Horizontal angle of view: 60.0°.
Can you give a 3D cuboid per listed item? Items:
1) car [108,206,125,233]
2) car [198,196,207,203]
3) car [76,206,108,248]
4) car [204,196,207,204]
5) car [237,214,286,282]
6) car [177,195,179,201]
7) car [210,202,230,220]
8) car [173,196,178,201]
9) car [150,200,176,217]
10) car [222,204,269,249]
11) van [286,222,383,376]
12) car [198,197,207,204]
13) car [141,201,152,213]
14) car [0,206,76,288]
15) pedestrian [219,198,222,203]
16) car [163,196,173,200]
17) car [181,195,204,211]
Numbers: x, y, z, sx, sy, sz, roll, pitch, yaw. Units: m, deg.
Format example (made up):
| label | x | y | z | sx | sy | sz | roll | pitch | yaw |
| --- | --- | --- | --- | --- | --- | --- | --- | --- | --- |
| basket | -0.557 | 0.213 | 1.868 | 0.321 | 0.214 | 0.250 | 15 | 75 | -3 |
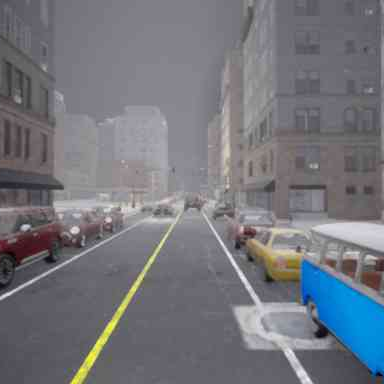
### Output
| label | x | y | z | sx | sy | sz | roll | pitch | yaw |
| --- | --- | --- | --- | --- | --- | --- | --- | --- | --- |
| car | -5.400 | 1.580 | 20.386 | 1.967 | 1.590 | 4.097 | 0 | 0 | 0 |
| car | 2.584 | 1.913 | 85.859 | 2.192 | 1.841 | 5.009 | 0 | 0 | 0 |
| car | -5.396 | 1.543 | 14.977 | 1.967 | 1.590 | 4.097 | 0 | 0 | 0 |
| car | 0.345 | 1.921 | 59.804 | 1.837 | 1.490 | 4.892 | 0 | 0 | -28 |
| car | 2.632 | 1.593 | 9.742 | 1.752 | 1.417 | 4.829 | 0 | 0 | 0 |
| car | -5.444 | 1.952 | 91.517 | 2.192 | 1.841 | 5.009 | 0 | 0 | 0 |
| car | 2.731 | 1.713 | 29.904 | 1.837 | 1.490 | 4.892 | 0 | 0 | 0 |
| car | -5.441 | 2.148 | 85.853 | 2.008 | 1.369 | 4.403 | 0 | 0 | 0 |
| car | -2.856 | 1.837 | 34.321 | 1.895 | 1.301 | 4.718 | 0 | 0 | 0 |
| car | 2.629 | 1.544 | 14.982 | 1.967 | 1.590 | 4.097 | 0 | 0 | 0 |
| van | 2.635 | 1.371 | 4.164 | 1.690 | 1.788 | 3.998 | 0 | 0 | 0 |
| car | 2.588 | 1.998 | 80.196 | 1.967 | 1.590 | 4.097 | 0 | 0 | 0 |
| car | -5.413 | 1.840 | 42.022 | 2.008 | 1.369 | 4.403 | 0 | 0 | 0 |
| car | -5.393 | 1.380 | 9.569 | 2.192 | 1.841 | 5.009 | 0 | 0 | 0 |
| pedestrian | 2.730 | 1.521 | 32.852 | 0.375 | 1.860 | 0.375 | 0 | 0 | -8 |
| car | -5.430 | 2.001 | 68.698 | 1.752 | 1.417 | 4.829 | 0 | 0 | 0 |
| car | 0.146 | 1.538 | 45.538 | 2.150 | 2.045 | 5.566 | 0 | 0 | 5 |
